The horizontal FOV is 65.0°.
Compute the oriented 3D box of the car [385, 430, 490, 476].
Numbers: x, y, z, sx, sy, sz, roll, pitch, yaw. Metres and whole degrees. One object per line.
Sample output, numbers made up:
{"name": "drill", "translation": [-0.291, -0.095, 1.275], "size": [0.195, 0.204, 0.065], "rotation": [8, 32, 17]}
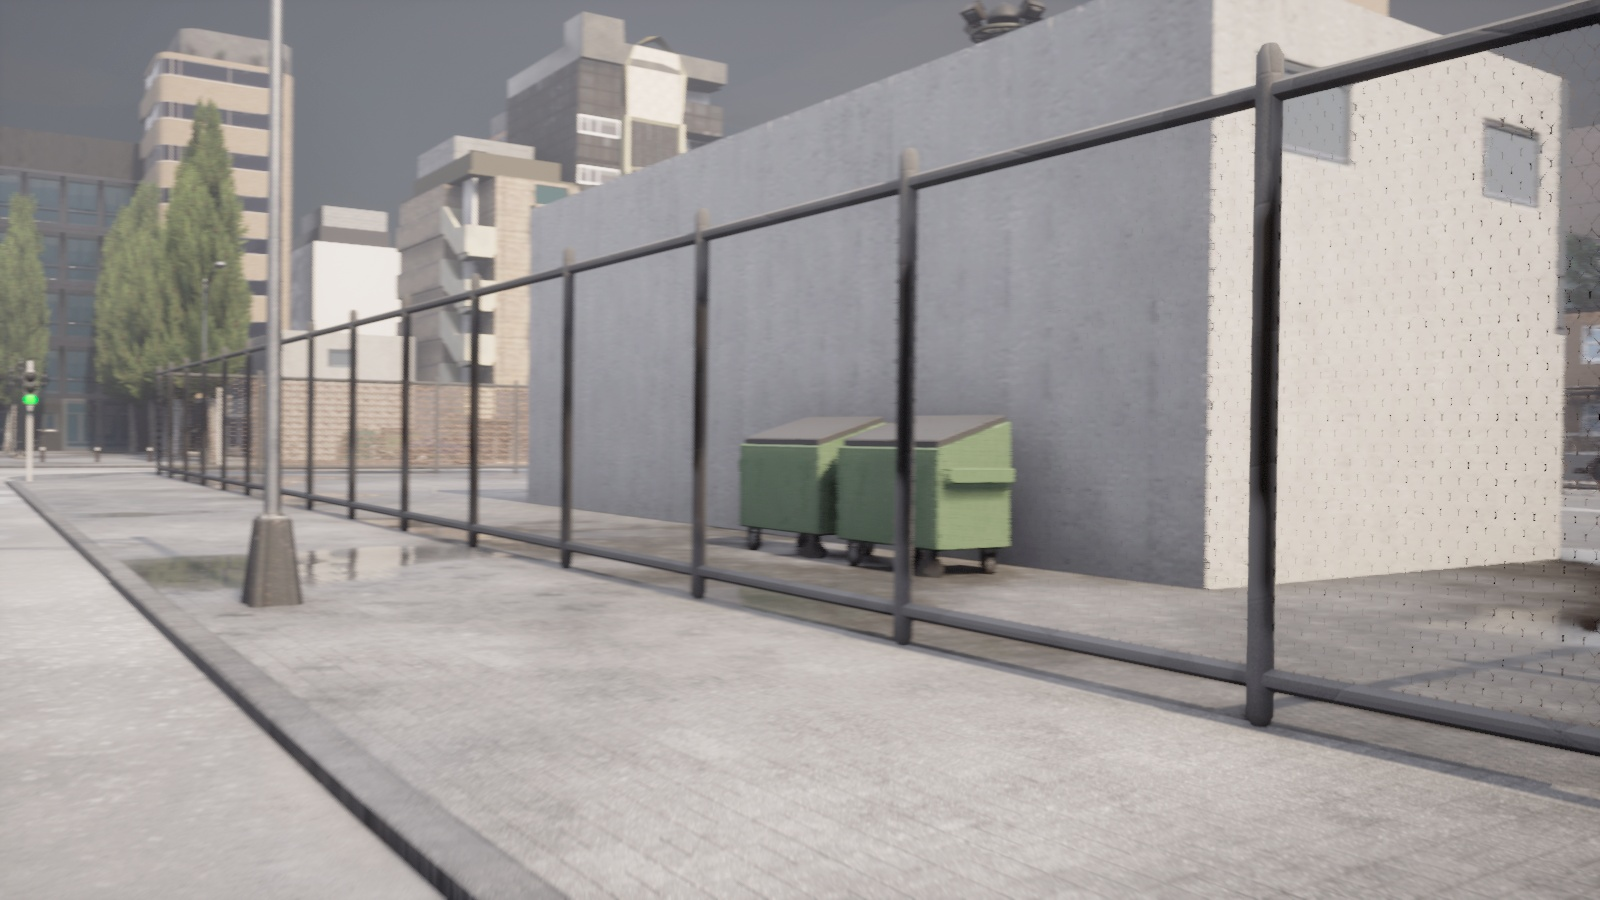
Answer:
{"name": "car", "translation": [-15.341, 0.100, 53.161], "size": [3.866, 1.878, 1.905], "rotation": [-1, 1, -35]}

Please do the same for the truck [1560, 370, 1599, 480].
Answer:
{"name": "truck", "translation": [27.985, -0.783, 38.122], "size": [2.891, 3.462, 7.936], "rotation": [-1, 1, -32]}
